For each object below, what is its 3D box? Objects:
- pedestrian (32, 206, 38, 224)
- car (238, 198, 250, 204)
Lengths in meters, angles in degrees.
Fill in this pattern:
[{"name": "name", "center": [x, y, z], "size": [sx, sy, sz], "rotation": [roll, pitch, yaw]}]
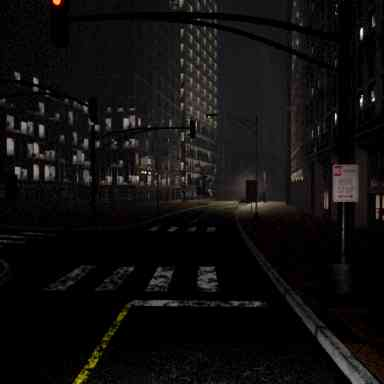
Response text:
[{"name": "pedestrian", "center": [-9.376, 1.345, 19.873], "size": [0.500, 1.100, 0.500], "rotation": [0, 0, 17]}, {"name": "car", "center": [10.896, 1.864, 68.989], "size": [1.895, 1.301, 4.718], "rotation": [0, 0, 18]}]
